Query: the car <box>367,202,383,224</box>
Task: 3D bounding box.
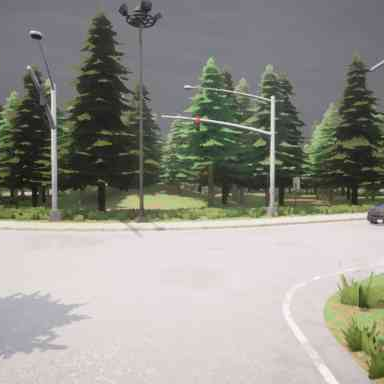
[{"bbox_3d":[12.116,0.952,18.776,4.553,1.767,2.097,-1,2,-25],"label":"car"}]
